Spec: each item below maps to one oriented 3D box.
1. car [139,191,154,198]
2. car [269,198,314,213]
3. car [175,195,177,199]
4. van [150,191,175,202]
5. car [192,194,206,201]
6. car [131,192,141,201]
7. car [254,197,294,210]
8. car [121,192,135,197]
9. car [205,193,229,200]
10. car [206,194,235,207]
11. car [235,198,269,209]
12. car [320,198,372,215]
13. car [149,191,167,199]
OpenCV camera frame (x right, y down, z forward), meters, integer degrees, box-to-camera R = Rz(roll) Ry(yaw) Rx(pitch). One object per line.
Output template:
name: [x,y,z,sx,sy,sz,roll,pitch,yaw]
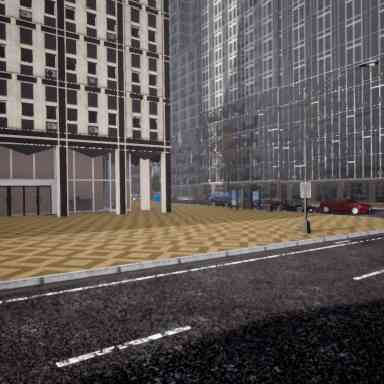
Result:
car: [-11.183,0.686,82.155,1.967,1.590,4.097,0,1,-34]
car: [10.689,1.424,35.141,1.947,1.339,4.313,0,1,-34]
car: [-4.762,0.936,72.777,1.802,1.307,4.206,0,1,-34]
van: [-5.256,0.937,58.662,1.690,1.788,3.998,0,1,-34]
car: [1.659,1.043,63.397,1.802,1.307,4.206,0,1,-34]
car: [-11.678,1.039,68.044,2.008,1.369,4.403,0,1,-34]
car: [10.048,1.369,40.884,1.895,1.301,4.718,-1,1,-35]
car: [-17.604,0.688,91.536,2.008,1.369,4.403,0,1,-34]
car: [4.403,1.241,49.137,1.994,1.385,4.181,-1,1,-34]
car: [4.330,1.319,44.566,1.947,1.339,4.313,0,1,-34]
car: [7.492,1.388,39.843,1.802,1.307,4.206,0,1,-34]
car: [15.266,1.330,33.240,1.882,1.535,5.008,-1,1,-34]
car: [-7.973,0.615,77.464,2.192,1.841,5.009,0,1,-34]
